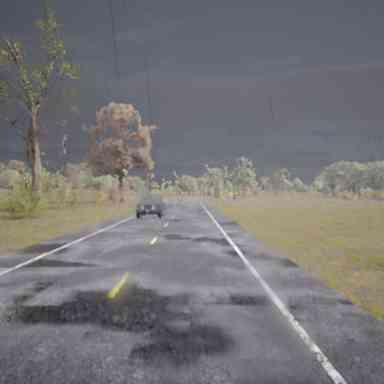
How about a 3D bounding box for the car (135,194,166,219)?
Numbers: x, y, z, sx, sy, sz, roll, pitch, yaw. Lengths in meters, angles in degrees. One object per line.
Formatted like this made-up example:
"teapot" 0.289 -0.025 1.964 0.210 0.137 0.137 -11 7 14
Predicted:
"car" -3.590 1.209 29.687 2.150 2.045 5.566 0 0 0
